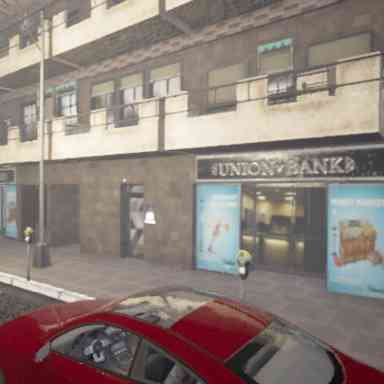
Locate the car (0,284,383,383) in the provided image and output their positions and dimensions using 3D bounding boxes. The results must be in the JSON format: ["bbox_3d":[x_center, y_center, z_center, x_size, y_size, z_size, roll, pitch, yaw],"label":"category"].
[{"bbox_3d":[-0.376,1.592,3.129,4.206,1.307,1.802,0,1,36],"label":"car"}]
